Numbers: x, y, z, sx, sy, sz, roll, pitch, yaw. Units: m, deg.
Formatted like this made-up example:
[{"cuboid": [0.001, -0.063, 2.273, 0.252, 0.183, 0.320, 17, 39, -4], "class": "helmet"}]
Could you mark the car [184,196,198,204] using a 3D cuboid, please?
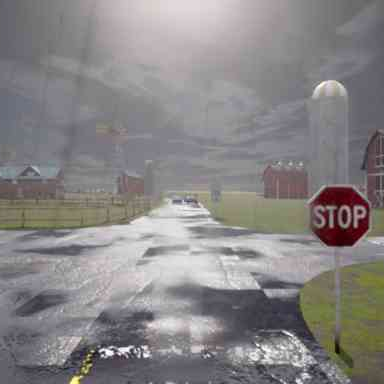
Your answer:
[{"cuboid": [0.021, 1.505, 61.209, 1.837, 1.490, 4.892, 0, 0, -2], "class": "car"}]

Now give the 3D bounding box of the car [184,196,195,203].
[{"cuboid": [-0.632, 1.522, 71.340, 1.994, 1.385, 4.181, 0, 0, -6], "class": "car"}]

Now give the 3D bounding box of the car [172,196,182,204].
[{"cuboid": [-2.913, 1.472, 65.330, 1.882, 1.535, 5.008, 0, 0, -2], "class": "car"}]
